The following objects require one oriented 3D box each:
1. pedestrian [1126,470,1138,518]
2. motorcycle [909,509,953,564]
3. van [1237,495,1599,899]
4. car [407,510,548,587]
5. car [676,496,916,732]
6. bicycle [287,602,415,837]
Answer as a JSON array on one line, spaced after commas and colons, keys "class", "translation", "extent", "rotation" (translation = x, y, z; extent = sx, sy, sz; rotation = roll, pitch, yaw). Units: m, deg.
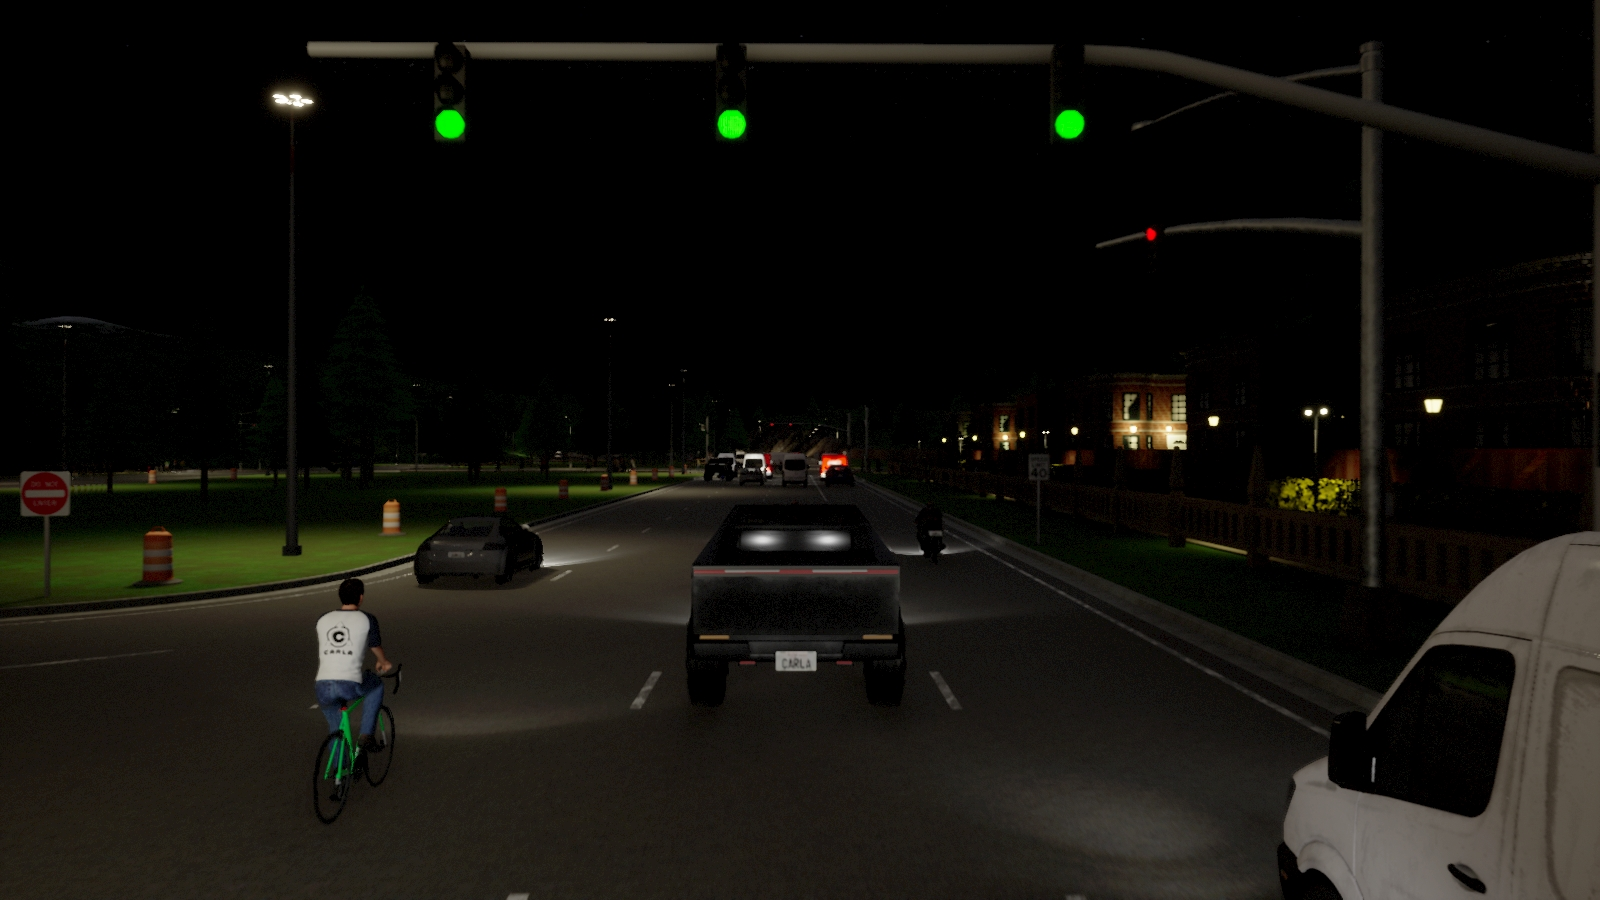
[{"class": "pedestrian", "translation": [13.122, 1.727, 45.164], "extent": [0.375, 1.860, 0.375], "rotation": [0, 0, -3]}, {"class": "motorcycle", "translation": [3.378, 2.222, 29.582], "extent": [0.867, 1.251, 2.209], "rotation": [0, 0, 0]}, {"class": "van", "translation": [3.482, 1.538, 3.533], "extent": [1.988, 2.561, 5.915], "rotation": [0, 0, 0]}, {"class": "car", "translation": [-7.104, 2.134, 25.594], "extent": [1.994, 1.385, 4.181], "rotation": [0, 0, 0]}, {"class": "car", "translation": [-0.054, 1.763, 14.541], "extent": [2.390, 2.098, 6.274], "rotation": [0, 0, 0]}, {"class": "bicycle", "translation": [-3.529, 2.062, 9.101], "extent": [0.373, 1.496, 1.643], "rotation": [0, 0, 0]}]
